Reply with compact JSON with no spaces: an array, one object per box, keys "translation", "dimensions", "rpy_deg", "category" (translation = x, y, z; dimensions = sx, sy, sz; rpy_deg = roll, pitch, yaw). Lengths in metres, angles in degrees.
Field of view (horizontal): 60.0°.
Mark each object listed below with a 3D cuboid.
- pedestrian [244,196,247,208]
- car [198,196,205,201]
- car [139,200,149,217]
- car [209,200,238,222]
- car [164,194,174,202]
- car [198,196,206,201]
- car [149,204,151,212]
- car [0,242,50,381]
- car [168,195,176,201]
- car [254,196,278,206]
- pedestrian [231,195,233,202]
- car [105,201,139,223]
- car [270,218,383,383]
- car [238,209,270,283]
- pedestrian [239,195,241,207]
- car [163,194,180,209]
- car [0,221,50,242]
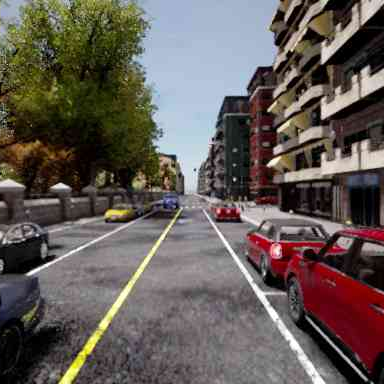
[{"translation":[8.158,1.485,50.649],"dimensions":[0.375,1.860,0.375],"rpy_deg":[0,0,0],"category":"pedestrian"},{"translation":[2.726,1.748,87.136],"dimensions":[1.752,1.417,4.829],"rpy_deg":[0,0,0],"category":"car"},{"translation":[-5.677,1.616,32.237],"dimensions":[2.008,1.369,4.403],"rpy_deg":[0,0,0],"category":"car"},{"translation":[2.700,1.492,26.604],"dimensions":[1.967,1.590,4.097],"rpy_deg":[0,0,0],"category":"car"},{"translation":[-5.658,1.519,81.435],"dimensions":[2.192,1.841,5.009],"rpy_deg":[0,0,0],"category":"car"},{"translation":[2.729,1.786,92.501],"dimensions":[1.887,1.381,4.507],"rpy_deg":[0,0,0],"category":"car"},{"translation":[-5.675,1.605,37.698],"dimensions":[1.752,1.417,4.829],"rpy_deg":[0,0,0],"category":"car"},{"translation":[-3.100,1.553,2.712],"dimensions":[2.033,1.411,5.357],"rpy_deg":[0,0,0],"category":"car"},{"translation":[-5.652,1.681,92.505],"dimensions":[1.967,1.590,4.097],"rpy_deg":[0,0,0],"category":"car"},{"translation":[14.644,1.741,64.852],"dimensions":[5.009,1.841,2.192],"rpy_deg":[1,-1,0],"category":"car"},{"translation":[6.158,1.260,51.250],"dimensions":[0.375,1.860,0.375],"rpy_deg":[0,0,0],"category":"pedestrian"},{"translation":[-5.680,1.577,26.437],"dimensions":[1.752,1.417,4.829],"rpy_deg":[0,0,0],"category":"car"},{"translation":[2.690,1.322,4.083],"dimensions":[2.192,1.841,5.009],"rpy_deg":[0,0,0],"category":"car"},{"translation":[2.693,1.457,9.714],"dimensions":[1.967,1.590,4.097],"rpy_deg":[0,0,0],"category":"car"},{"translation":[7.158,1.329,50.050],"dimensions":[0.375,1.860,0.375],"rpy_deg":[0,0,0],"category":"pedestrian"},{"translation":[-2.979,1.336,48.506],"dimensions":[2.150,2.045,5.566],"rpy_deg":[0,0,0],"category":"car"},{"translation":[-5.687,1.568,9.717],"dimensions":[2.008,1.369,4.403],"rpy_deg":[0,0,0],"category":"car"}]
